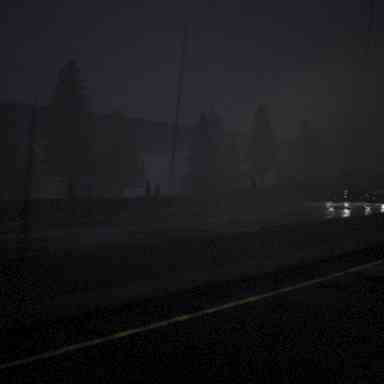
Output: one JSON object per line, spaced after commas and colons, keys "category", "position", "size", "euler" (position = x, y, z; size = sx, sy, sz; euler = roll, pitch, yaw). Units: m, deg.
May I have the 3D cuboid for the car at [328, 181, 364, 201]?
{"category": "car", "position": [15.095, -0.183, 32.071], "size": [4.553, 1.767, 2.097], "euler": [-8, 4, -35]}

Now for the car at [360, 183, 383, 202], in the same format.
{"category": "car", "position": [17.107, -0.006, 29.208], "size": [4.674, 1.442, 1.812], "euler": [-8, 4, -35]}
